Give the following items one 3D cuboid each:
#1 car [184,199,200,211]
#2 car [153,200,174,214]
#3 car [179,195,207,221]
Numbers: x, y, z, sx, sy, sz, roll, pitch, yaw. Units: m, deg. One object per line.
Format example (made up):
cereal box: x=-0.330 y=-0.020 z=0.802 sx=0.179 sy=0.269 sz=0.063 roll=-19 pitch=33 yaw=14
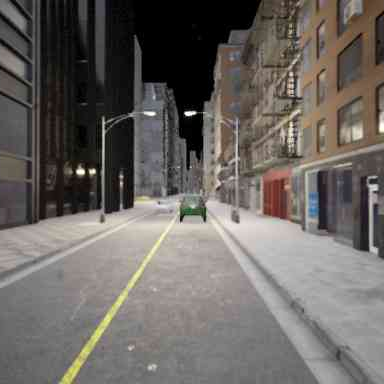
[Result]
car: x=0.025 y=1.657 z=45.032 sx=2.033 sy=1.411 sz=5.357 roll=0 pitch=0 yaw=1
car: x=-3.093 y=1.617 z=36.881 sx=1.812 sy=1.442 sz=4.674 roll=0 pitch=0 yaw=0
car: x=0.095 y=1.291 z=28.012 sx=2.150 sy=2.045 sz=5.566 roll=0 pitch=0 yaw=0
